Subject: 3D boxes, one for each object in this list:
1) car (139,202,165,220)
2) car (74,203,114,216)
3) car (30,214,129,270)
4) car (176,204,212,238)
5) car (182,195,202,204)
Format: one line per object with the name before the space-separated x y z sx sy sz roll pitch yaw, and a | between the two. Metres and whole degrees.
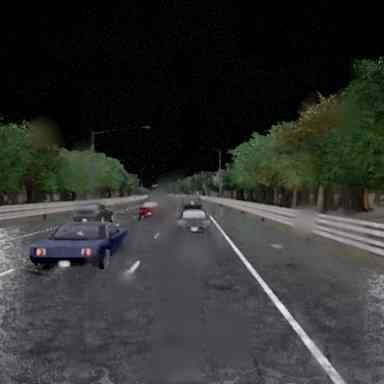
car | -3.411 1.569 28.968 1.882 1.535 5.008 0 0 0
car | -6.896 1.580 23.693 1.837 1.490 4.892 0 0 0
car | -3.396 1.635 11.087 1.895 1.301 4.718 0 0 0
car | 0.106 1.582 17.981 1.812 1.442 4.674 0 0 0
car | 0.005 1.346 38.844 2.150 2.045 5.566 0 0 -1
